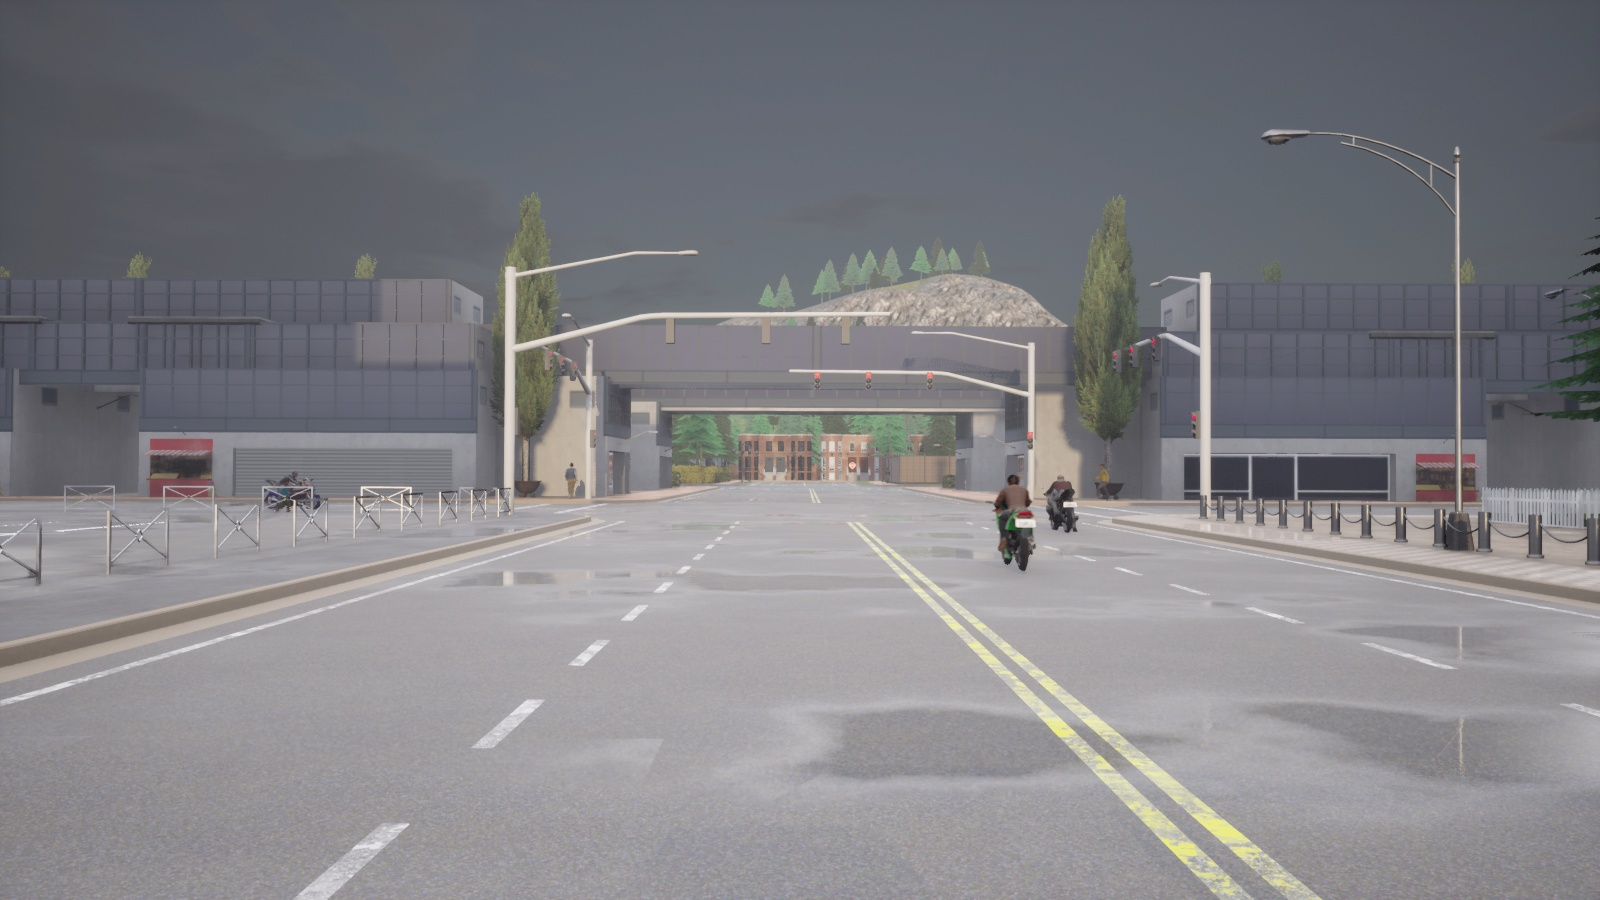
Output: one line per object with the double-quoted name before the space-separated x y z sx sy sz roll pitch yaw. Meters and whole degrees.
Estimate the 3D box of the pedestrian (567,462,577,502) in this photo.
"pedestrian" -11.124 1.543 61.220 0.423 1.949 0.788 0 -1 -4

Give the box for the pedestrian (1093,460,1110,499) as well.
"pedestrian" 14.543 1.429 60.545 0.709 1.840 0.431 0 -1 0

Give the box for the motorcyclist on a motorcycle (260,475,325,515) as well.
"motorcyclist on a motorcycle" -19.648 1.743 48.641 2.191 1.530 0.866 0 -1 1

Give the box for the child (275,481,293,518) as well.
"child" -16.576 1.596 40.364 0.448 1.192 0.343 0 -1 -3

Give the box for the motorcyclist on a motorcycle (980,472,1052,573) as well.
"motorcyclist on a motorcycle" 3.431 1.120 20.106 0.797 1.523 2.044 0 -1 0

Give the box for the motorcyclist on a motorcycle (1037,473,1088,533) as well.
"motorcyclist on a motorcycle" 6.892 1.376 33.068 0.866 1.530 2.191 0 -1 0
